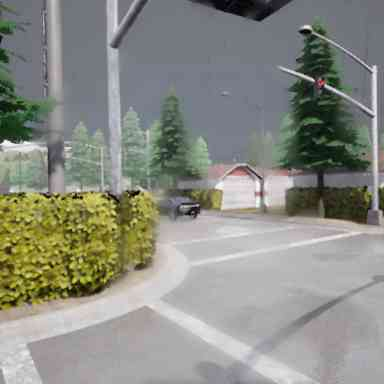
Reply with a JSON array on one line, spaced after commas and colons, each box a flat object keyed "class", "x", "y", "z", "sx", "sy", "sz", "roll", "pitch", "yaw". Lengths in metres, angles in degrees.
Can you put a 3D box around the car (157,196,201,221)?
[{"class": "car", "x": -1.375, "y": 1.033, "z": 22.484, "sx": 2.128, "sy": 1.511, "sz": 4.902, "roll": -2, "pitch": 2, "yaw": -36}]
